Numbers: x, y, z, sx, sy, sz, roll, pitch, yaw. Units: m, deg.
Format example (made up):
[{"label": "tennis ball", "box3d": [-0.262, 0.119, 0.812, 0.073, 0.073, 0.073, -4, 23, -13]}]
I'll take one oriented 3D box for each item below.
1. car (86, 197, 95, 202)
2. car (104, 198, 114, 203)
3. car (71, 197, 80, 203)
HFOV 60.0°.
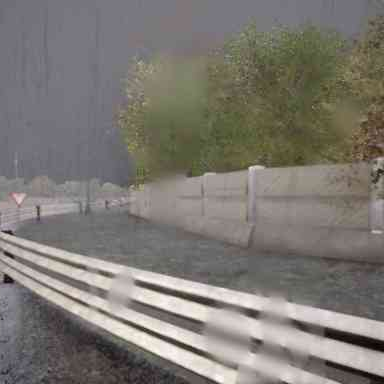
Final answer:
[{"label": "car", "box3d": [-26.556, 1.994, 86.697, 2.097, 1.767, 4.553, 0, 0, -20]}, {"label": "car", "box3d": [-21.620, 2.203, 86.748, 1.895, 1.301, 4.718, 0, 0, -4]}, {"label": "car", "box3d": [-29.898, 2.008, 85.657, 2.097, 1.767, 4.553, 0, 0, -20]}]
